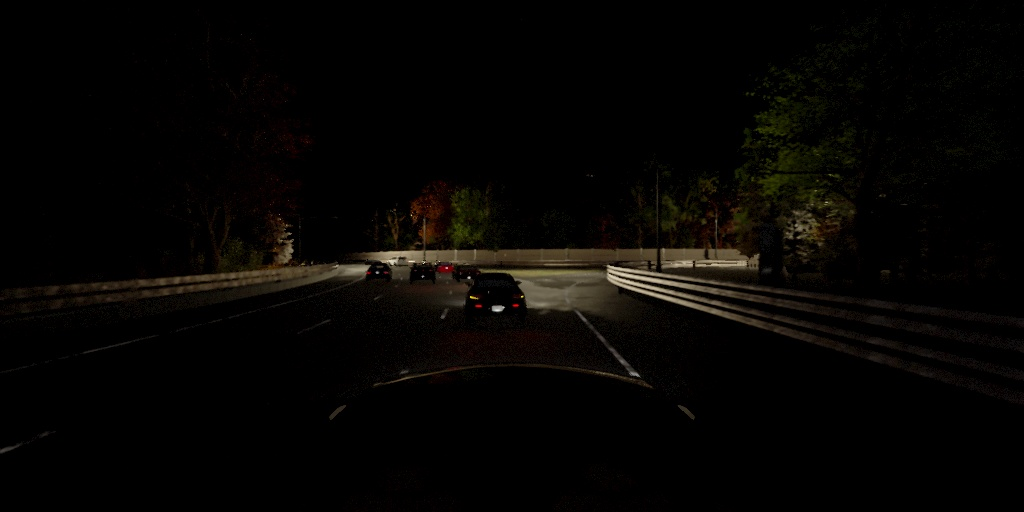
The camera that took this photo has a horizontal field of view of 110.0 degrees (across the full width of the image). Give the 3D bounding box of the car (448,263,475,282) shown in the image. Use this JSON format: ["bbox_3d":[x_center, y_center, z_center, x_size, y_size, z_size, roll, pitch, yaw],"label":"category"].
[{"bbox_3d":[-3.875,1.374,29.668,1.895,1.301,4.718,0,0,-15],"label":"car"}]

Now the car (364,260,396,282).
[{"bbox_3d":[-11.115,1.343,30.123,2.033,1.411,5.357,0,0,-16],"label":"car"}]

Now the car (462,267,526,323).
[{"bbox_3d":[-0.628,1.282,12.162,1.812,1.442,4.674,0,0,-6],"label":"car"}]

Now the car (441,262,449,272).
[{"bbox_3d":[-8.210,1.356,43.002,1.994,1.385,4.181,0,0,-21],"label":"car"}]

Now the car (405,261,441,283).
[{"bbox_3d":[-7.020,1.274,28.149,2.128,1.511,4.902,0,0,-15],"label":"car"}]
